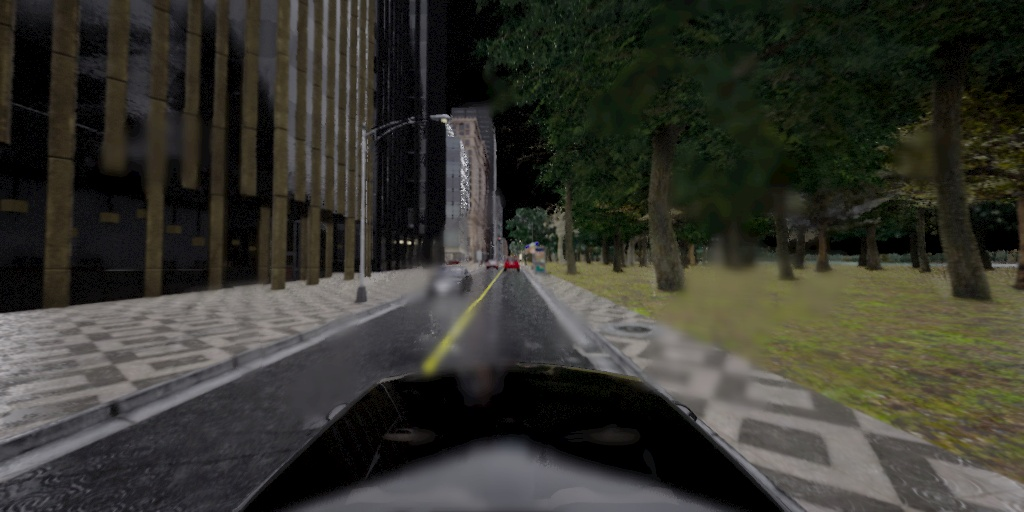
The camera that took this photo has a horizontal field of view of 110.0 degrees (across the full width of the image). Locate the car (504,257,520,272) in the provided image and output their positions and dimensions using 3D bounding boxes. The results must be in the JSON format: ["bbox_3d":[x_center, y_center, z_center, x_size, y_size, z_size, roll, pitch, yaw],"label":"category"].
[{"bbox_3d":[-0.019,1.137,51.198,2.150,2.045,5.566,0,-1,0],"label":"car"}]

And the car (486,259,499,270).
[{"bbox_3d":[-3.098,1.419,56.983,1.882,1.535,5.008,0,0,0],"label":"car"}]

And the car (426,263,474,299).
[{"bbox_3d":[-3.110,1.288,18.608,2.128,1.511,4.902,0,0,0],"label":"car"}]

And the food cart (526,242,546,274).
[{"bbox_3d":[3.109,0.334,41.212,2.280,3.560,4.660,0,0,0],"label":"food cart"}]
